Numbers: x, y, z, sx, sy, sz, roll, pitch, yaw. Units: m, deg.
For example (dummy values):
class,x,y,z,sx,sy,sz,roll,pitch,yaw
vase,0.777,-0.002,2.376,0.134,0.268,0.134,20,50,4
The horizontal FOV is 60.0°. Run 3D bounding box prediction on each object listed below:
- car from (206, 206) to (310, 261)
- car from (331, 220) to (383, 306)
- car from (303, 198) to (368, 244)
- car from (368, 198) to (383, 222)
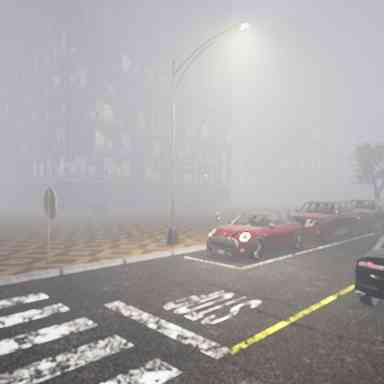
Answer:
class,x,y,z,sx,sy,sz,roll,pitch,yaw
car,2.384,1.445,12.328,4.097,1.590,1.967,0,0,-44
car,5.082,1.494,7.019,4.902,1.511,2.128,0,0,-44
car,6.423,1.322,16.273,5.009,1.841,2.192,0,0,-44
car,10.462,1.323,20.220,5.009,1.841,2.192,0,0,-44
